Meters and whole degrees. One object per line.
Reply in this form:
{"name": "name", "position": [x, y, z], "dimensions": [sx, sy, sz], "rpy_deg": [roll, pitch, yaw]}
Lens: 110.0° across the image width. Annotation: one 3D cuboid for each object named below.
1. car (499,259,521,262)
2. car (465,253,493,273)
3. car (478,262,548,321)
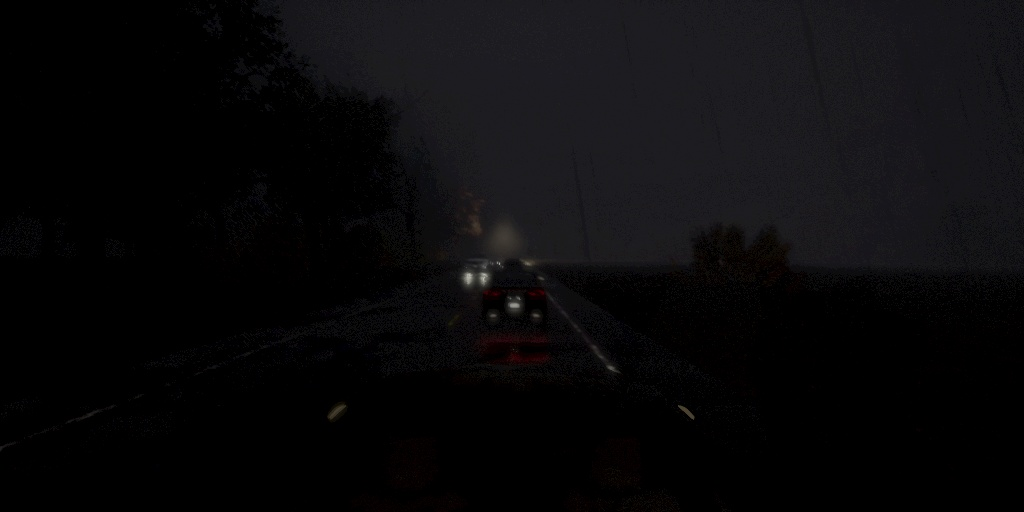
{"name": "car", "position": [0.094, 1.012, 31.636], "dimensions": [1.837, 1.490, 4.892], "rpy_deg": [0, 0, 0]}
{"name": "car", "position": [-3.595, 0.676, 38.180], "dimensions": [2.150, 2.045, 5.566], "rpy_deg": [0, 0, 0]}
{"name": "car", "position": [0.085, 1.145, 12.051], "dimensions": [1.882, 1.535, 5.008], "rpy_deg": [0, 1, 0]}
